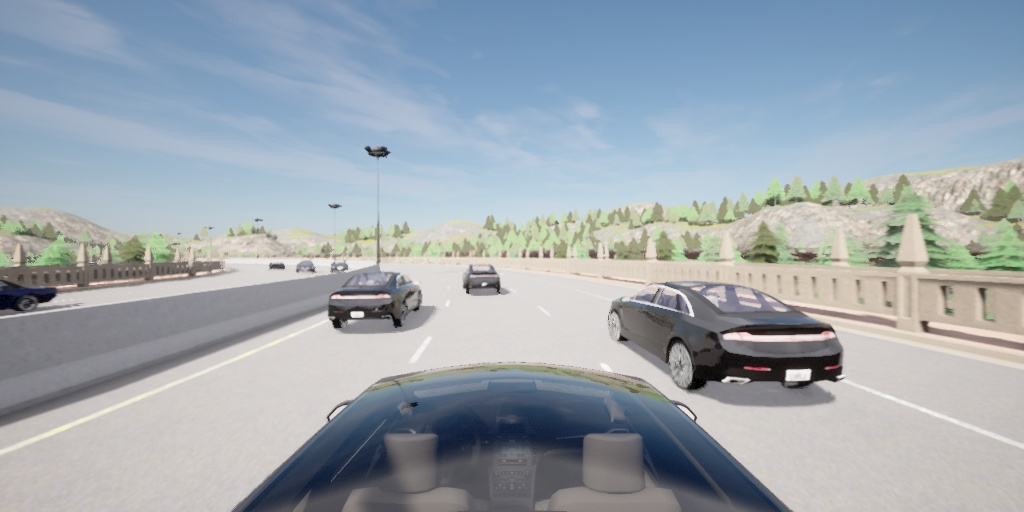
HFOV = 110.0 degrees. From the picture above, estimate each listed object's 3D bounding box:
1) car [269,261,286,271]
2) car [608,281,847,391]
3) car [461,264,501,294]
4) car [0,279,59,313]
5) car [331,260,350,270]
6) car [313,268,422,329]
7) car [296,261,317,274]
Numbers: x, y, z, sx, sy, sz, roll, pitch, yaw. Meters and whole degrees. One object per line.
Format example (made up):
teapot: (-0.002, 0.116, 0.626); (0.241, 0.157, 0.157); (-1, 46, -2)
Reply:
car: (-33.203, 1.367, 50.720); (1.895, 1.301, 4.718); (0, 0, -34)
car: (3.302, 1.205, 6.710); (2.128, 1.511, 4.902); (0, 0, -3)
car: (-1.765, 1.187, 19.957); (2.128, 1.511, 4.902); (0, 0, -10)
car: (-18.300, 1.421, 11.585); (1.895, 1.301, 4.718); (0, 0, -7)
car: (-20.278, 1.213, 42.320); (2.128, 1.511, 4.902); (0, 0, -26)
car: (-4.053, 1.231, 11.281); (2.128, 1.511, 4.902); (0, 0, -5)
car: (-23.760, 1.270, 41.498); (1.812, 1.442, 4.674); (0, 0, -27)
